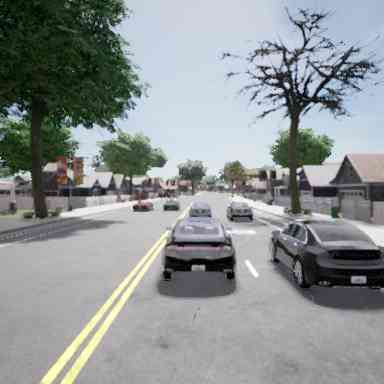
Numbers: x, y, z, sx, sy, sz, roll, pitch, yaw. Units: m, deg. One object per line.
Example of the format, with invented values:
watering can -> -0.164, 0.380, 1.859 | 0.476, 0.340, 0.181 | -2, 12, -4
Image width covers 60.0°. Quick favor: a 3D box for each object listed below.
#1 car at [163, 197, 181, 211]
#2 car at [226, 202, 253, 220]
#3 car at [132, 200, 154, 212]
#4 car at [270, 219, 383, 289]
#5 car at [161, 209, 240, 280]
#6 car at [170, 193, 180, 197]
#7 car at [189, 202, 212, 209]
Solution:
car -> -2.399, 1.591, 39.926 | 1.895, 1.301, 4.718 | 0, 0, 2
car -> 3.955, 1.548, 28.034 | 2.033, 1.411, 5.357 | 0, 0, 2
car -> -5.679, 1.591, 38.952 | 1.895, 1.301, 4.718 | 0, 0, 2
car -> 3.445, 1.512, 9.162 | 1.837, 1.490, 4.892 | 0, 0, 2
car -> 0.216, 1.497, 9.916 | 2.128, 1.511, 4.902 | 0, 0, 2
car -> -4.093, 0.985, 80.333 | 2.097, 1.767, 4.553 | 0, 0, 4
car -> 0.707, 1.547, 28.147 | 2.033, 1.411, 5.357 | 0, 0, 2
